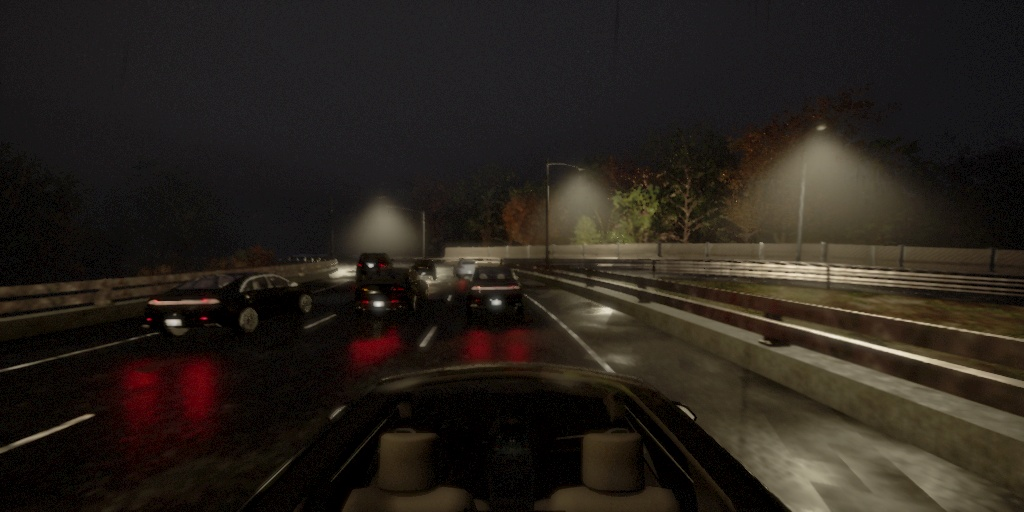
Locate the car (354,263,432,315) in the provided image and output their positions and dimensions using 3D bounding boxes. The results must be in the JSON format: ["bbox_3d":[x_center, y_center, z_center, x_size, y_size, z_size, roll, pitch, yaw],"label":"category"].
[{"bbox_3d":[-4.240,1.164,13.088,1.837,1.490,4.892,0,0,-6],"label":"car"}]

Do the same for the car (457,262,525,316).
[{"bbox_3d":[-0.709,1.137,12.934,2.128,1.511,4.902,0,1,-6],"label":"car"}]

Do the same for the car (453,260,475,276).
[{"bbox_3d":[-3.841,1.020,30.096,1.812,1.442,4.674,0,1,-15],"label":"car"}]

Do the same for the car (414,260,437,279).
[{"bbox_3d":[-7.118,1.026,28.858,1.837,1.490,4.892,0,0,-14],"label":"car"}]

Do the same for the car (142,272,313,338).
[{"bbox_3d":[-7.444,1.195,10.104,2.128,1.511,4.902,0,1,-5],"label":"car"}]

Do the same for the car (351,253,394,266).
[{"bbox_3d":[-10.259,0.773,27.097,2.150,2.045,5.566,0,0,-13],"label":"car"}]
